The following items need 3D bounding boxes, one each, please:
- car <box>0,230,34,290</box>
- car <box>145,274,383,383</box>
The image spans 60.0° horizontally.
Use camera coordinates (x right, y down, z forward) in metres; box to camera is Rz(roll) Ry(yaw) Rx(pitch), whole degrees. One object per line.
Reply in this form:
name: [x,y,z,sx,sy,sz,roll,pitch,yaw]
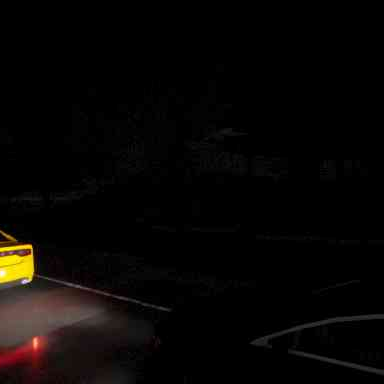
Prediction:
car: [-5.831,1.469,8.000,5.008,1.535,1.882,0,0,35]
car: [1.767,1.492,2.747,4.902,1.511,2.128,0,0,35]
